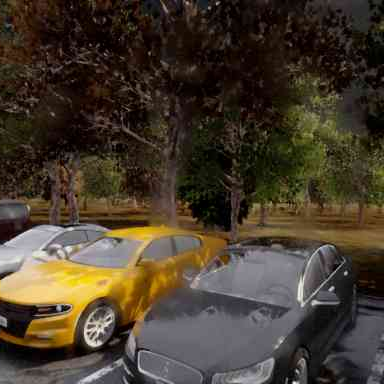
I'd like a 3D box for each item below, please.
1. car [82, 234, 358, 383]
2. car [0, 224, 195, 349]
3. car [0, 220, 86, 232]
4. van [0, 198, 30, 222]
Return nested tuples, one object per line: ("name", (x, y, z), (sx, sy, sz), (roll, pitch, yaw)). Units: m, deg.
("car", (1.162, 1.482, 4.938), (2.231, 1.521, 4.892), (0, 0, 35))
("car", (-1.108, 1.481, 6.551), (2.097, 1.535, 5.008), (0, 0, 35))
("car", (-3.380, 1.522, 8.164), (2.002, 1.452, 4.674), (0, 0, 35))
("van", (-7.987, 1.255, 11.295), (1.878, 1.987, 4.442), (0, 0, 35))
